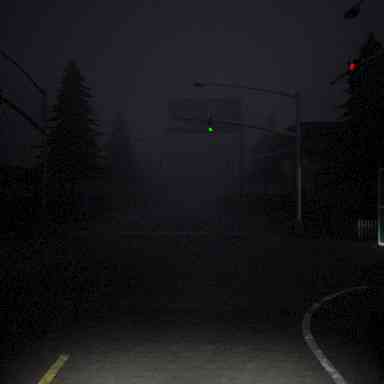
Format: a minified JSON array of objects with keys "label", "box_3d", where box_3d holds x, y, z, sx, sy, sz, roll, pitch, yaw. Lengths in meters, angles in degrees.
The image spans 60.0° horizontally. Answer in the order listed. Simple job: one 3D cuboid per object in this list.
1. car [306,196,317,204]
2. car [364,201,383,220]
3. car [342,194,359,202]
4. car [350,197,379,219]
[{"label":"car","box_3d":[22.585,1.552,63.957,1.970,1.475,3.806,0,0,0]},{"label":"car","box_3d":[18.734,1.672,30.565,4.611,1.667,2.242,0,0,0]},{"label":"car","box_3d":[34.998,1.489,71.732,2.007,1.523,4.514,0,0,0]},{"label":"car","box_3d":[14.400,1.505,24.900,3.866,1.878,1.905,0,0,0]}]
